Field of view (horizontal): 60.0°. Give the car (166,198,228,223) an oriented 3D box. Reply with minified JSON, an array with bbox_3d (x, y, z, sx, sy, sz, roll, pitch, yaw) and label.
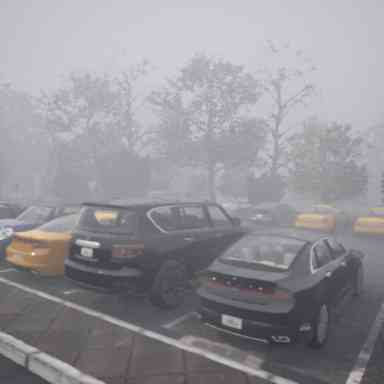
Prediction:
[{"bbox_3d":[0.473,1.236,23.640,2.002,1.452,4.674,2,1,36],"label":"car"}]

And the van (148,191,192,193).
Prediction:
[{"bbox_3d":[-1.759,0.900,25.103,1.878,1.987,4.442,2,2,36],"label":"van"}]

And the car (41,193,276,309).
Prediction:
[{"bbox_3d":[-0.286,1.156,8.050,2.435,2.045,5.566,1,1,36],"label":"car"}]

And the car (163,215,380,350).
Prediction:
[{"bbox_3d":[1.946,1.457,6.384,2.231,1.521,4.892,1,1,36],"label":"car"}]

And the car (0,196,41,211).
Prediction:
[{"bbox_3d":[-4.791,1.156,11.330,2.185,1.767,4.553,2,1,36],"label":"car"}]

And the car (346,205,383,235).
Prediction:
[{"bbox_3d":[9.705,1.447,17.151,1.946,1.575,5.366,1,1,36],"label":"car"}]

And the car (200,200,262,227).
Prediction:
[{"bbox_3d":[2.725,1.311,22.002,2.002,1.452,4.674,2,1,36],"label":"car"}]

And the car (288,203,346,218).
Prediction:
[{"bbox_3d":[7.445,1.398,18.795,1.946,1.575,5.366,1,1,36],"label":"car"}]

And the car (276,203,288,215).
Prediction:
[{"bbox_3d":[5.095,1.372,20.311,2.163,1.488,4.792,2,1,36],"label":"car"}]

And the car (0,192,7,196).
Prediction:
[{"bbox_3d":[-23.778,0.975,40.913,2.097,1.535,5.008,2,1,36],"label":"car"}]

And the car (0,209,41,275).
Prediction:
[{"bbox_3d":[-2.568,1.349,9.668,2.097,1.535,5.008,1,1,36],"label":"car"}]
